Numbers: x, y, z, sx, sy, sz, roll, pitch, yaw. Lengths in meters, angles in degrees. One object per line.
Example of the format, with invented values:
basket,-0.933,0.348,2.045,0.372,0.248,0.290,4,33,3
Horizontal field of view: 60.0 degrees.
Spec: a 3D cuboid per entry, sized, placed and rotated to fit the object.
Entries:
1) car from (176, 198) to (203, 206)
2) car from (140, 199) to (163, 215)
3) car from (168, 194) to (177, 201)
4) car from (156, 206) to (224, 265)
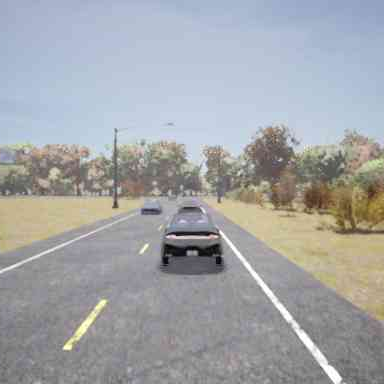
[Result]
car,-0.173,1.426,27.201,1.837,1.490,4.892,0,0,-1
car,-3.930,1.452,33.237,2.033,1.411,5.357,0,0,-1
car,-4.276,1.199,74.286,2.128,1.511,4.902,0,0,-1
car,-0.010,1.458,11.502,2.128,1.511,4.902,0,0,0
